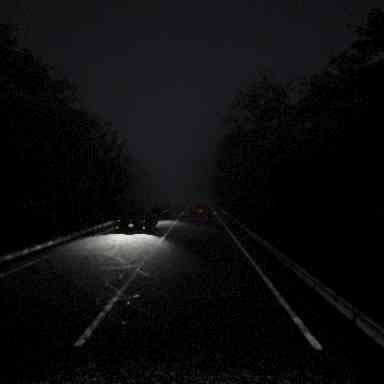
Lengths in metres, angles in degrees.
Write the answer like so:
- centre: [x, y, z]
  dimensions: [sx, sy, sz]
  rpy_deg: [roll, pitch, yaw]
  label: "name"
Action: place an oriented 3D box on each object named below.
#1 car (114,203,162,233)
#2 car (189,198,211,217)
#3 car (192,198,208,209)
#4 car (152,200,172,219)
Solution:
- centre: [-3.186, 1.571, 19.490]
  dimensions: [1.994, 1.385, 4.181]
  rpy_deg: [0, 0, 1]
  label: "car"
- centre: [0.779, 1.521, 31.872]
  dimensions: [1.882, 1.535, 5.008]
  rpy_deg: [0, 0, 1]
  label: "car"
- centre: [1.117, 1.606, 47.185]
  dimensions: [2.033, 1.411, 5.357]
  rpy_deg: [0, 0, 1]
  label: "car"
- centre: [-2.866, 1.510, 29.869]
  dimensions: [1.882, 1.535, 5.008]
  rpy_deg: [0, 0, 1]
  label: "car"
